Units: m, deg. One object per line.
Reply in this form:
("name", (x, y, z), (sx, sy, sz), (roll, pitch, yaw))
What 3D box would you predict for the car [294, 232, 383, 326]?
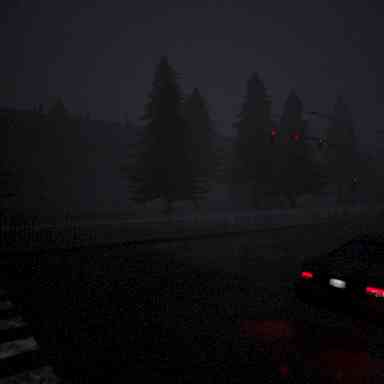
("car", (4.427, 1.558, 6.906), (5.357, 1.411, 2.033), (0, 0, -35))
